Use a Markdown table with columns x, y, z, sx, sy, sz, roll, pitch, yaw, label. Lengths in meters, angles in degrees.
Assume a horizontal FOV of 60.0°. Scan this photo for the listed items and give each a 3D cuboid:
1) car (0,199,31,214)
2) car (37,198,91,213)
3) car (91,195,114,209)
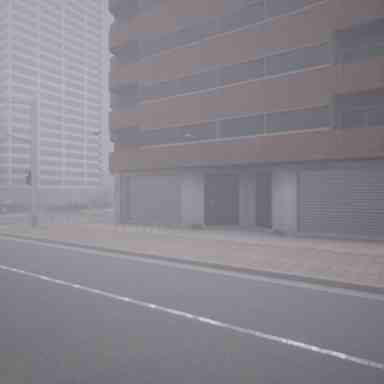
| x | y | z | sx | sy | sz | roll | pitch | yaw | label |
| --- | --- | --- | --- | --- | --- | --- | --- | --- | --- |
| -18.808 | 1.494 | 35.638 | 1.882 | 1.535 | 5.008 | 0 | 0 | 35 | car |
| -13.944 | 1.615 | 36.503 | 1.895 | 1.301 | 4.718 | 0 | 0 | 35 | car |
| -12.854 | 1.521 | 44.194 | 1.837 | 1.490 | 4.892 | 0 | 0 | 35 | car |
